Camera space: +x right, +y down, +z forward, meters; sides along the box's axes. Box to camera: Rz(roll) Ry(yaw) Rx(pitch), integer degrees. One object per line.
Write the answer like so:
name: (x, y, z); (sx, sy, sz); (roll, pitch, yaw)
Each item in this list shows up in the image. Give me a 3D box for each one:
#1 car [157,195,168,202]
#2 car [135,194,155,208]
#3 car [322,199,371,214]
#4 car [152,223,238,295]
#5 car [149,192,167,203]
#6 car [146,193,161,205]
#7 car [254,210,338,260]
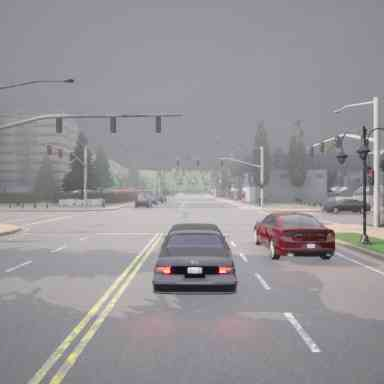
car: (-6.842, 1.540, 78.186); (2.033, 1.411, 5.357); (0, 0, 0)
car: (-6.981, 1.477, 48.096); (1.882, 1.535, 5.008); (0, 0, 0)
car: (16.256, 1.505, 35.146); (4.892, 1.490, 1.837); (0, 0, -1)
car: (0.078, 1.547, 8.887); (2.033, 1.411, 5.357); (0, 0, 1)
car: (-6.875, 1.221, 67.571); (2.150, 2.045, 5.566); (0, 0, 0)
car: (-6.947, 1.477, 57.672); (1.882, 1.535, 5.008); (0, 0, 0)
car: (3.605, 1.478, 12.507); (1.882, 1.535, 5.008); (0, 0, 0)
